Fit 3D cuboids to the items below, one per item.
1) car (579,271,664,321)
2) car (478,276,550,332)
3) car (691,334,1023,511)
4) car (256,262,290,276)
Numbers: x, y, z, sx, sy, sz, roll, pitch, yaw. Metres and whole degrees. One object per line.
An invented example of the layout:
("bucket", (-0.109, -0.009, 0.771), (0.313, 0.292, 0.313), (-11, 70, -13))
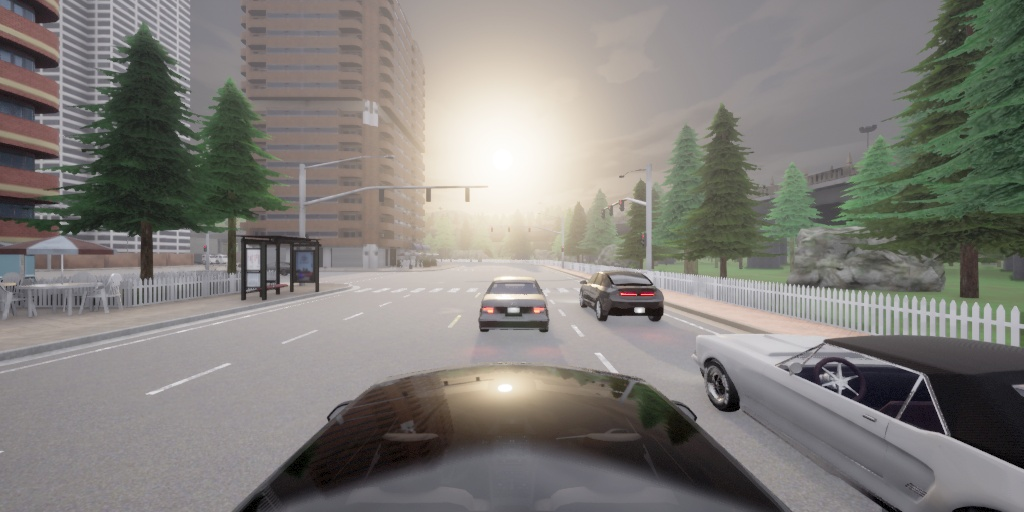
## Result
("car", (3.568, 1.255, 12.375), (1.837, 1.490, 4.892), (0, 0, 1))
("car", (0.081, 1.297, 10.787), (2.033, 1.411, 5.357), (0, 0, 1))
("car", (3.514, 1.351, 3.113), (1.895, 1.301, 4.718), (0, 0, 1))
("car", (-24.794, 1.331, 37.773), (4.674, 1.442, 1.812), (0, 0, 0))
